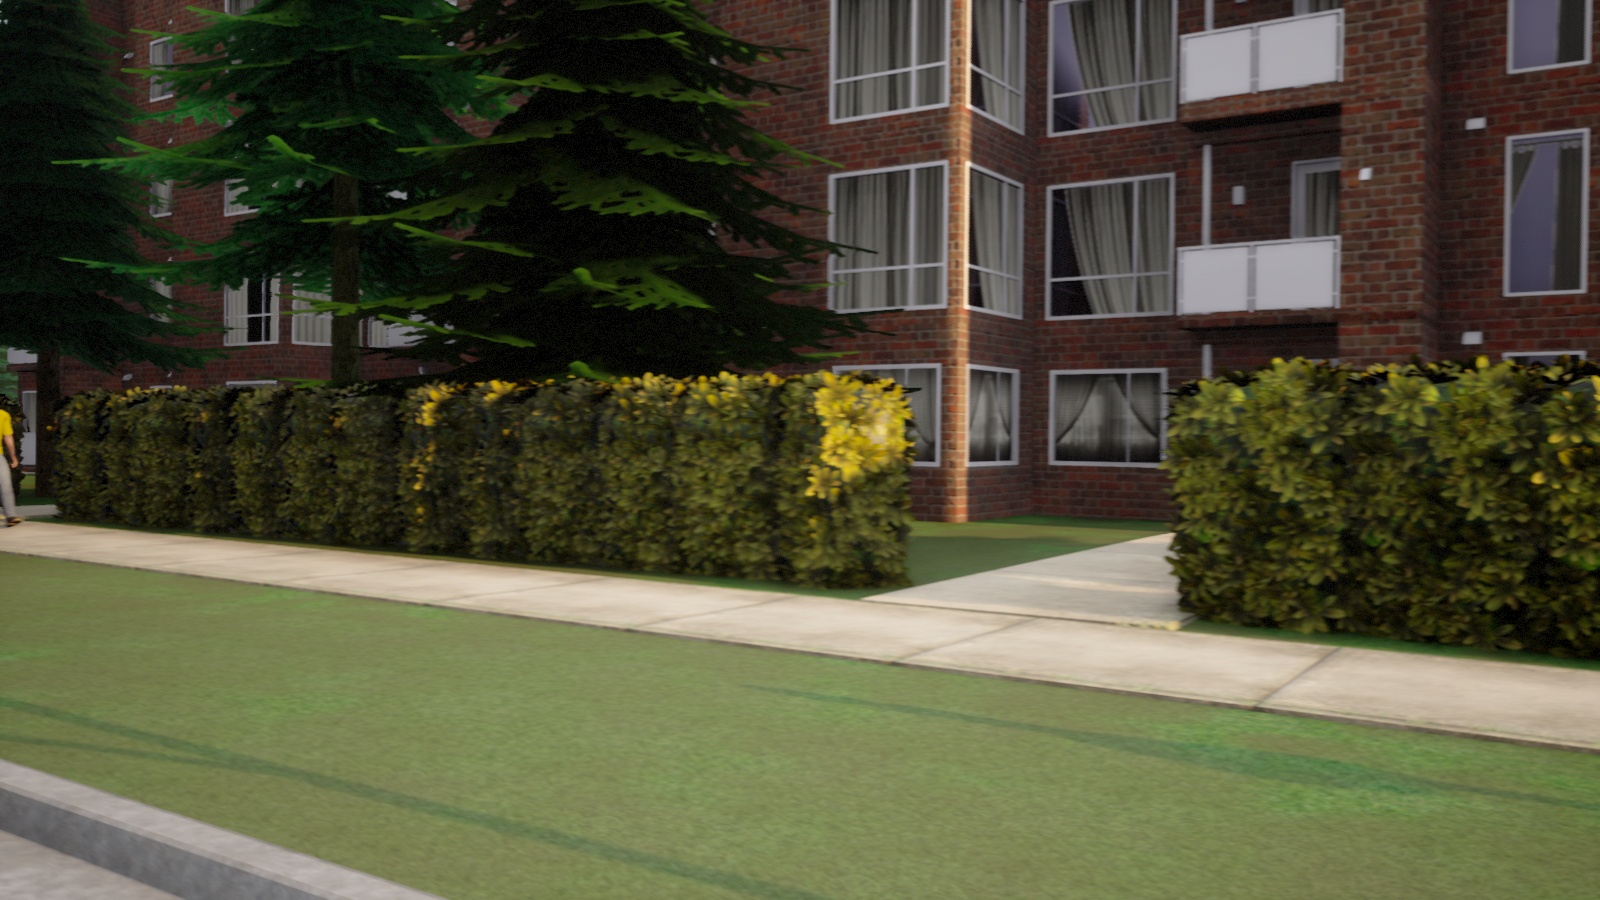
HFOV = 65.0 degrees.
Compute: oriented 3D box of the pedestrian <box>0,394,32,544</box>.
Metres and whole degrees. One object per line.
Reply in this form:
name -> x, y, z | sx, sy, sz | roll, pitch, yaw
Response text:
pedestrian -> -10.016, 0.233, 15.750 | 0.706, 1.836, 0.354 | 0, 1, 34
